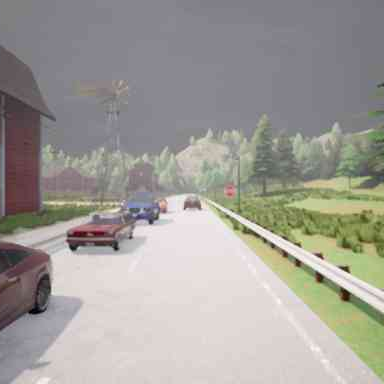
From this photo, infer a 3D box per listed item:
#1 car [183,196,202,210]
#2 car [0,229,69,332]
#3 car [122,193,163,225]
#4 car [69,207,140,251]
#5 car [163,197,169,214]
[{"bbox_3d":[0.051,1.195,39.730,2.097,1.767,4.553,0,0,0],"label":"car"},{"bbox_3d":[-3.600,1.504,4.814,1.812,1.442,4.674,0,0,0],"label":"car"},{"bbox_3d":[-3.596,1.124,23.830,2.150,2.045,5.566,0,0,1],"label":"car"},{"bbox_3d":[-3.604,1.543,13.975,1.895,1.301,4.718,0,0,0],"label":"car"},{"bbox_3d":[-3.575,1.214,33.910,2.097,1.767,4.553,0,0,0],"label":"car"}]
